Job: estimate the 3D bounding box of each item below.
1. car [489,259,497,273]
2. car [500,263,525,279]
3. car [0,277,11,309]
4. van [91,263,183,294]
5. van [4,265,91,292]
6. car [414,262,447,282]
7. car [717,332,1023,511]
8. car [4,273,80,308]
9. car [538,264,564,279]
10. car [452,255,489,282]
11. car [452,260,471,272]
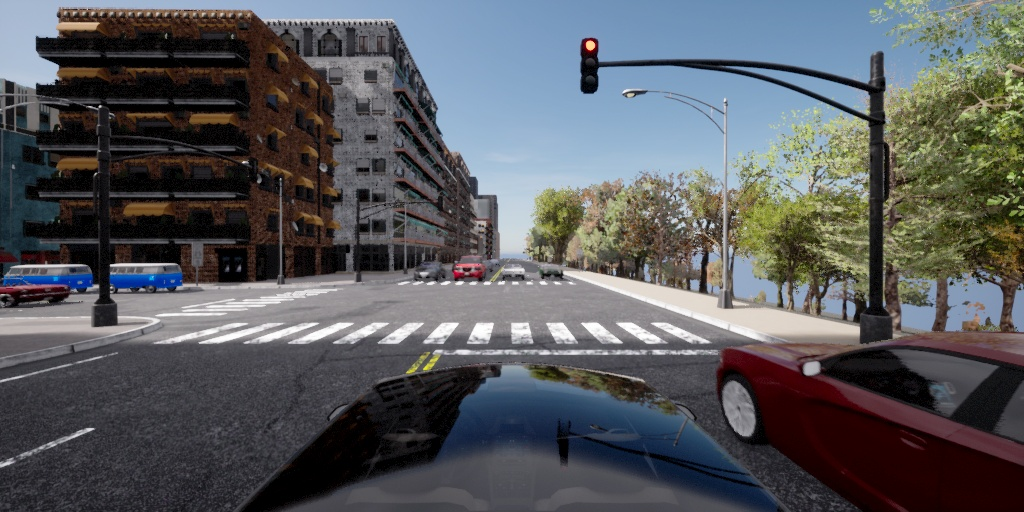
[{"bbox_3d":[-3.309,1.249,44.155,2.128,1.511,4.902,0,0,0],"label":"car"},{"bbox_3d":[0.126,1.353,32.013,1.895,1.301,4.718,0,0,0],"label":"car"},{"bbox_3d":[-22.621,1.624,13.678,4.207,1.307,1.802,0,0,-1],"label":"car"},{"bbox_3d":[-22.701,1.351,22.024,3.998,1.789,1.690,0,0,-1],"label":"van"},{"bbox_3d":[-28.302,1.425,21.953,3.998,1.789,1.690,0,0,-1],"label":"van"},{"bbox_3d":[-6.575,1.243,29.238,2.128,1.511,4.902,0,0,0],"label":"car"},{"bbox_3d":[3.350,1.228,2.242,1.882,1.535,5.008,0,0,0],"label":"car"},{"bbox_3d":[-23.219,1.641,16.225,4.718,1.301,1.895,-1,0,-1],"label":"car"},{"bbox_3d":[3.378,1.353,31.987,1.895,1.301,4.718,0,0,0],"label":"car"},{"bbox_3d":[-3.328,0.975,29.203,2.150,2.045,5.566,0,0,0],"label":"car"},{"bbox_3d":[-6.555,1.284,46.603,1.812,1.442,4.674,0,0,0],"label":"car"}]
